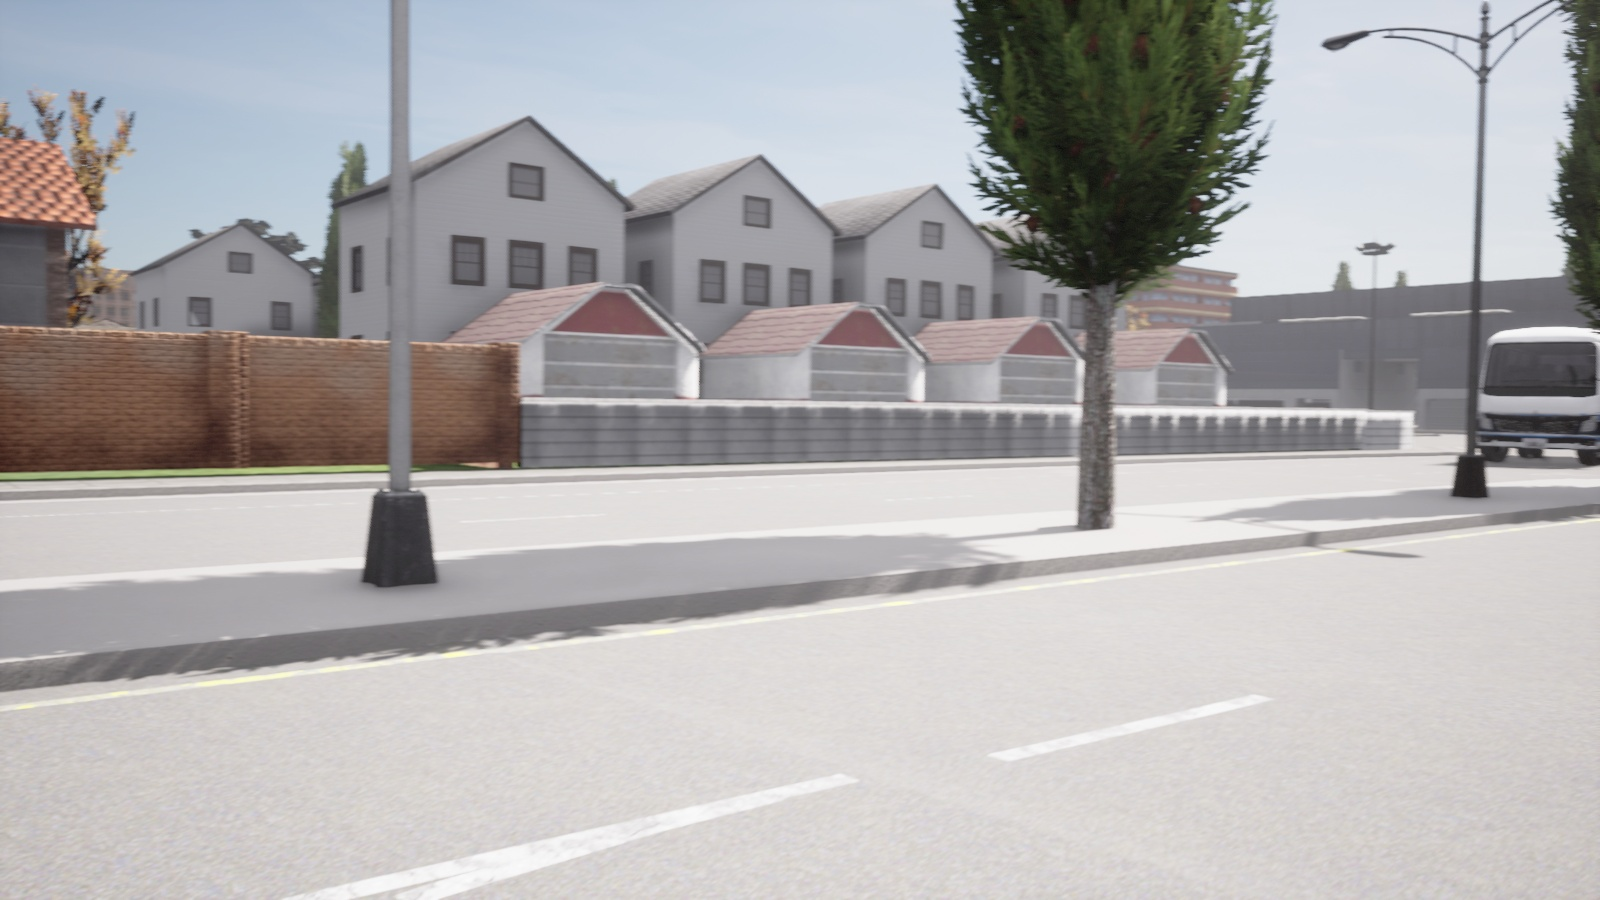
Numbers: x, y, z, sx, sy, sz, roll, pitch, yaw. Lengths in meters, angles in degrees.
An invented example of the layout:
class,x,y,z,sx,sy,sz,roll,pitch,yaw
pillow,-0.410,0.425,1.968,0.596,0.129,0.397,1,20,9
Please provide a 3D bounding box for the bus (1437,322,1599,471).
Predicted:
class,x,y,z,sx,sy,sz,roll,pitch,yaw
bus,24.193,-1.708,41.031,3.944,4.253,10.273,3,3,38
